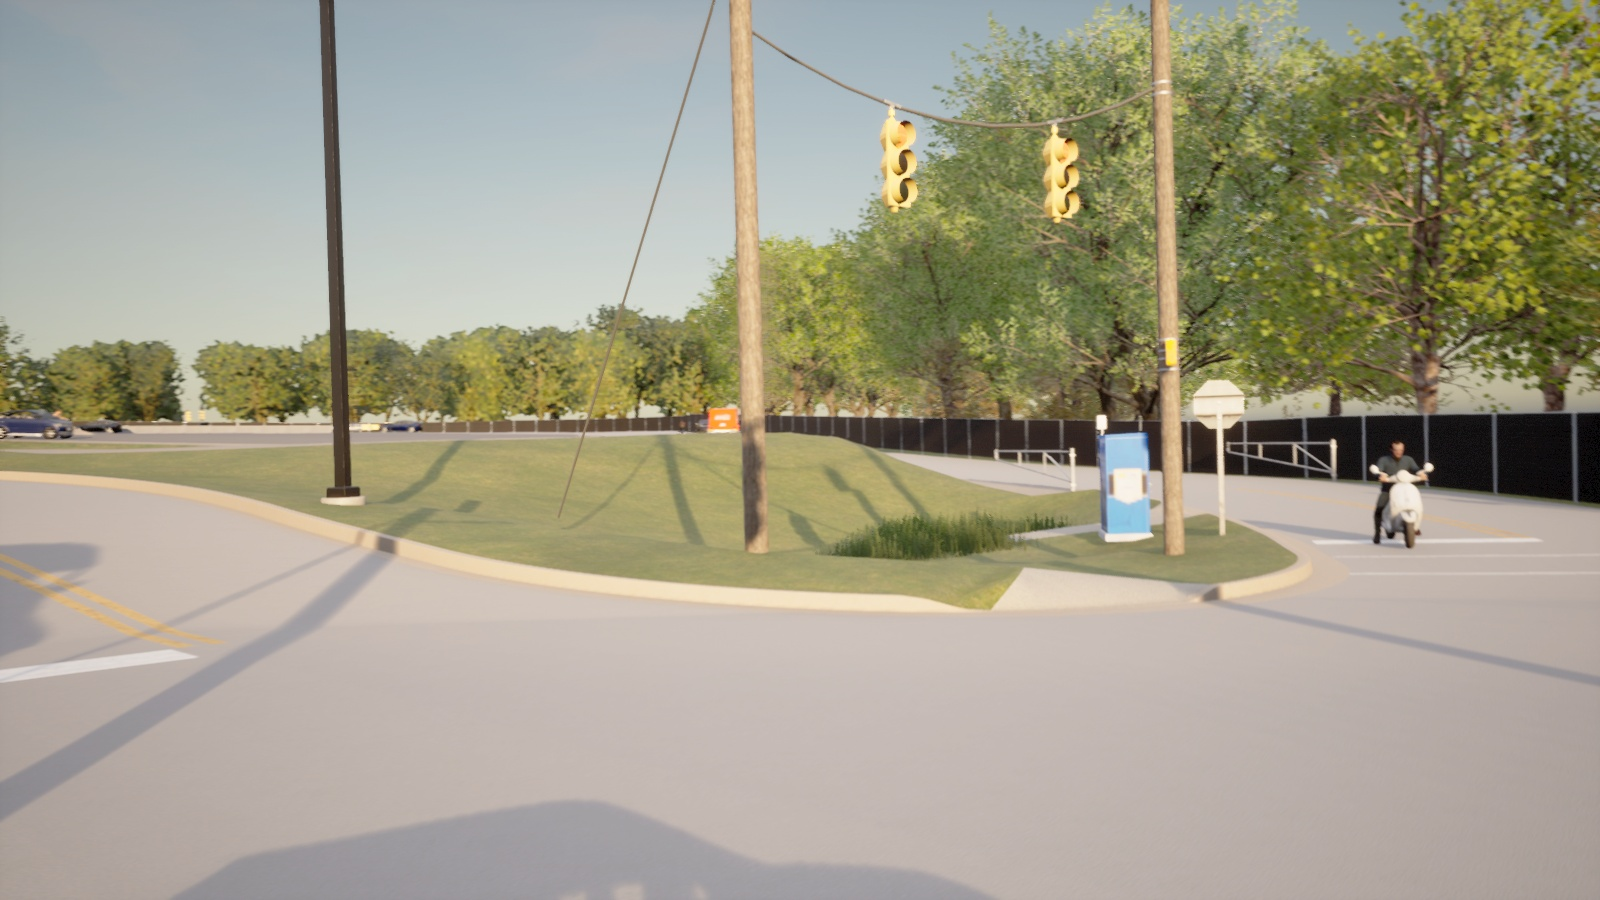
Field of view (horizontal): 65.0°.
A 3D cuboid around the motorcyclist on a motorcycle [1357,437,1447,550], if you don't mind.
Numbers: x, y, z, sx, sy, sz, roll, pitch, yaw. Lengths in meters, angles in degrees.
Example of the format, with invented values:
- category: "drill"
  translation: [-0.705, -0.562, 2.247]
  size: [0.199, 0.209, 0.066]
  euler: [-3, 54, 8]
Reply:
- category: "motorcyclist on a motorcycle"
  translation: [9.205, 0.632, 19.273]
  size: [0.866, 1.590, 1.817]
  euler: [-2, 1, 14]

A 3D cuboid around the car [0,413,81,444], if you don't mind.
- category: "car"
  translation: [-40.636, -1.151, 66.849]
  size: [3.705, 1.549, 1.789]
  euler: [1, 2, -1]
